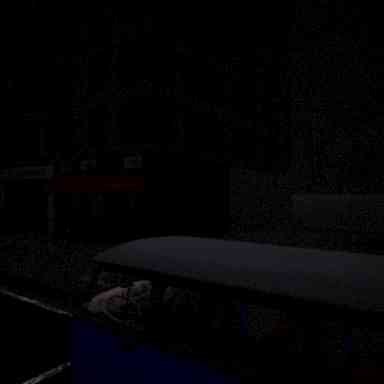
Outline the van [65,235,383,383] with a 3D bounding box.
[{"bbox_3d":[0.704,1.341,2.575,3.998,1.788,1.690,0,0,35],"label":"van"}]
